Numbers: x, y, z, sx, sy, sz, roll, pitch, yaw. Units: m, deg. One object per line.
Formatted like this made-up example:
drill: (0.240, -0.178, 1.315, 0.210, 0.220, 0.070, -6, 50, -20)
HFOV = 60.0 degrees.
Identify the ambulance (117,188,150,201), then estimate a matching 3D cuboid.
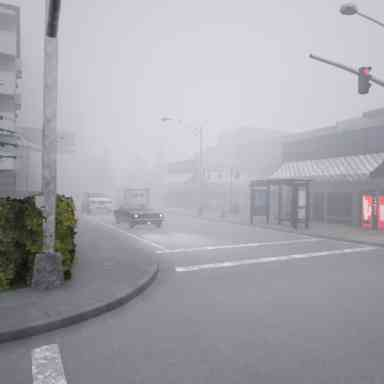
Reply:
ambulance: (-6.362, 0.789, 34.315, 2.351, 2.431, 6.366, 1, 0, -27)

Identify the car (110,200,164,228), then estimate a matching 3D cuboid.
car: (-3.370, 1.396, 20.417, 1.895, 1.301, 4.718, 1, 0, -27)

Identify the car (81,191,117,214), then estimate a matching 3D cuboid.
car: (-9.242, 0.939, 32.053, 2.150, 2.045, 5.566, 1, 0, -27)
